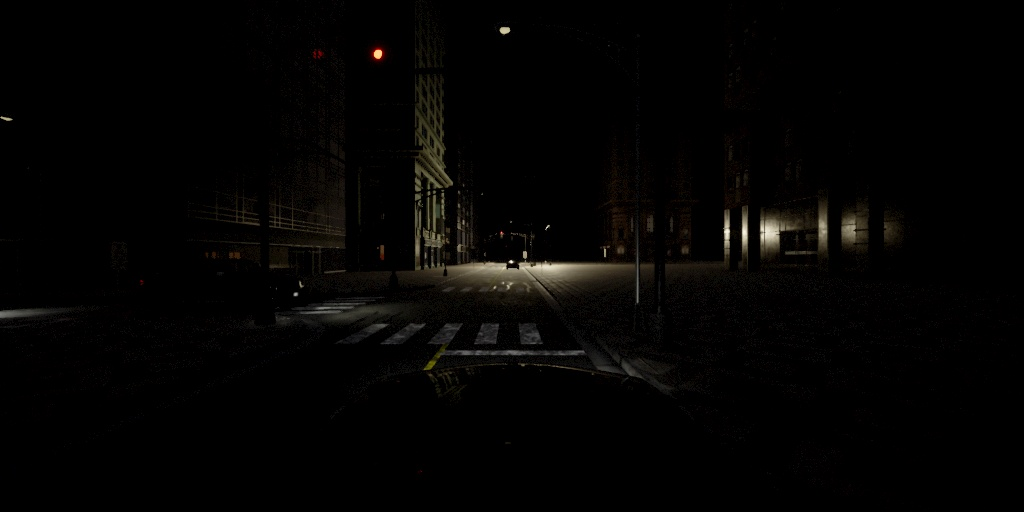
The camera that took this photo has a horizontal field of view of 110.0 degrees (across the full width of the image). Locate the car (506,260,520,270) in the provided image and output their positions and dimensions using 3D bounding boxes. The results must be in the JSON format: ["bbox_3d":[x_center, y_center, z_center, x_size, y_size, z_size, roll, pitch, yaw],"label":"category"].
[{"bbox_3d":[0.121,1.325,53.391,1.994,1.385,4.181,0,0,0],"label":"car"}]

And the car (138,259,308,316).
[{"bbox_3d":[-10.803,1.110,13.551,5.566,2.045,2.150,-1,0,4],"label":"car"}]
